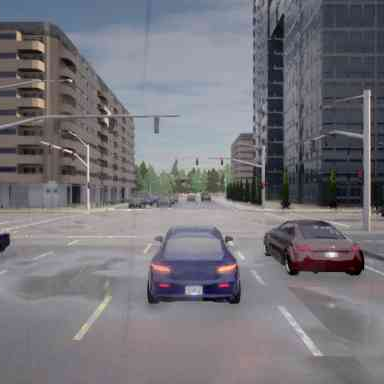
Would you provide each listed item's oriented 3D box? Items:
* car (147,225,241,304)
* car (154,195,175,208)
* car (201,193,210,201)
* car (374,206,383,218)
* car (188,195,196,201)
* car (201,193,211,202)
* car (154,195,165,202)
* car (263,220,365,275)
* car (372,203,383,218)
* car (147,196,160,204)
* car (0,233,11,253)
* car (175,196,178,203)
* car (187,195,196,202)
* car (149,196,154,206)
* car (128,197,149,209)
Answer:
[{"bbox_3d":[0.046,1.526,8.021,1.812,1.442,4.674,0,0,0],"label":"car"},{"bbox_3d":[-3.993,1.352,48.931,2.097,1.767,4.553,0,0,0],"label":"car"},{"bbox_3d":[3.453,1.225,87.750,2.150,2.045,5.566,0,0,1],"label":"car"},{"bbox_3d":[17.688,1.560,26.930,4.892,1.490,1.837,0,0,0],"label":"car"},{"bbox_3d":[-0.048,1.525,87.723,2.128,1.511,4.902,0,0,1],"label":"car"},{"bbox_3d":[3.344,1.355,77.587,2.097,1.767,4.553,0,0,1],"label":"car"},{"bbox_3d":[-7.194,1.496,74.038,1.837,1.490,4.892,0,0,1],"label":"car"},{"bbox_3d":[3.555,1.564,10.444,1.994,1.385,4.181,0,0,0],"label":"car"},{"bbox_3d":[19.456,1.656,30.628,4.718,1.301,1.895,0,0,0],"label":"car"},{"bbox_3d":[-7.354,1.478,63.680,1.882,1.535,5.008,0,0,1],"label":"car"},{"bbox_3d":[-7.098,1.601,9.109,1.895,1.301,4.718,0,0,0],"label":"car"},{"bbox_3d":[-3.939,1.526,58.418,1.812,1.442,4.674,0,0,1],"label":"car"},{"bbox_3d":[-0.157,1.540,77.379,2.033,1.411,5.357,0,0,1],"label":"car"},{"bbox_3d":[-7.465,1.564,54.864,1.994,1.385,4.181,0,0,2],"label":"car"},{"bbox_3d":[-7.503,1.505,45.970,1.837,1.490,4.892,0,0,1],"label":"car"}]
